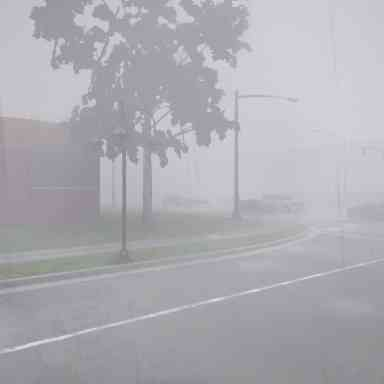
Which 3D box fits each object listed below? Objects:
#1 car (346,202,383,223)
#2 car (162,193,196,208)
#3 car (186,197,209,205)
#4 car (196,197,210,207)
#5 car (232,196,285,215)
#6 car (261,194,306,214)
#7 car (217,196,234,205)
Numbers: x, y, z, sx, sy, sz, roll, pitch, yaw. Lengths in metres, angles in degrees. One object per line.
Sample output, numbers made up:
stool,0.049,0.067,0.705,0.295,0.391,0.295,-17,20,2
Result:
car,13.639,1.477,23.722,1.882,1.535,5.008,0,0,-34
car,-2.300,1.217,47.575,2.150,2.045,5.566,0,0,-34
car,0.964,1.601,61.707,1.895,1.301,4.718,0,0,-34
car,0.603,1.401,49.530,1.895,1.301,4.718,0,0,-34
car,6.688,1.505,34.061,1.837,1.490,4.892,0,0,-34
car,9.576,1.221,36.048,2.150,2.045,5.566,0,0,-33
car,6.547,1.477,59.681,1.882,1.535,5.008,0,0,-34
